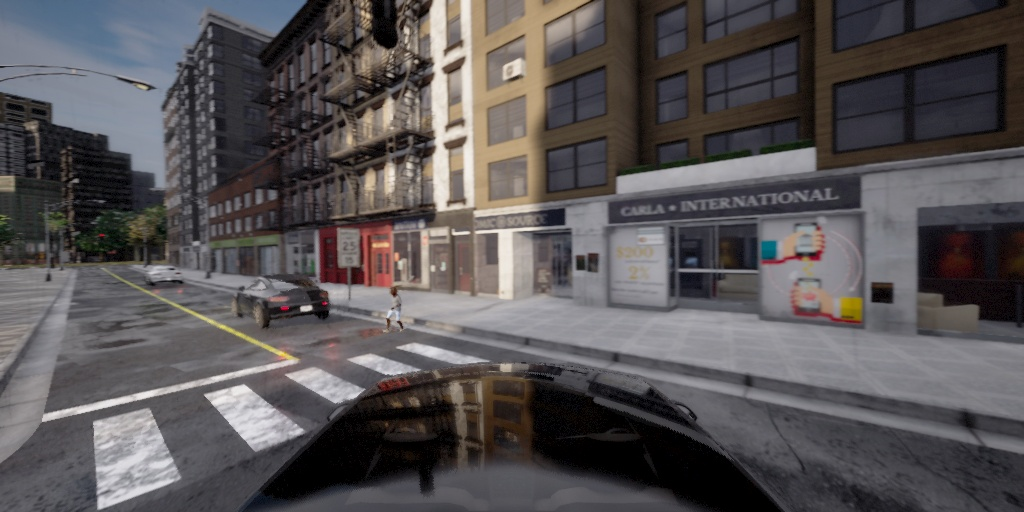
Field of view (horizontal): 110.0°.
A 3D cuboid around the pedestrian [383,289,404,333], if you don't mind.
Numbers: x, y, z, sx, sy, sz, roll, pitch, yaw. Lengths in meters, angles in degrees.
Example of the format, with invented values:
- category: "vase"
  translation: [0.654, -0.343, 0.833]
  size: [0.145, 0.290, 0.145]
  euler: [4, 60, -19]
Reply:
- category: "pedestrian"
  translation: [-2.980, 1.025, 9.195]
  size: [0.375, 1.860, 0.375]
  euler: [0, 2, 40]

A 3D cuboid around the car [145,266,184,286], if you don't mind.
- category: "car"
  translation: [-27.974, 1.543, 28.817]
  size: [4.674, 1.442, 1.812]
  euler: [-1, 1, 40]

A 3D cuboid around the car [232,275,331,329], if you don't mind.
- category: "car"
  translation: [-7.521, 1.328, 11.627]
  size: [4.674, 1.442, 1.812]
  euler: [-1, 1, 41]
